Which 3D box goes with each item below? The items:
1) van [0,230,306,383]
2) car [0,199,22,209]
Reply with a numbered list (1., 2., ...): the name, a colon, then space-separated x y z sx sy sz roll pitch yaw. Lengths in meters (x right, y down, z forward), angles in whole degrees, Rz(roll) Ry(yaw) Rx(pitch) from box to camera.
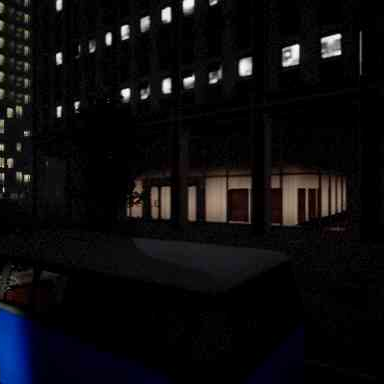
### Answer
1. van: -0.876 1.370 3.486 3.998 1.788 1.690 -1 0 36
2. car: -25.928 1.655 45.947 1.812 1.442 4.674 0 1 34
